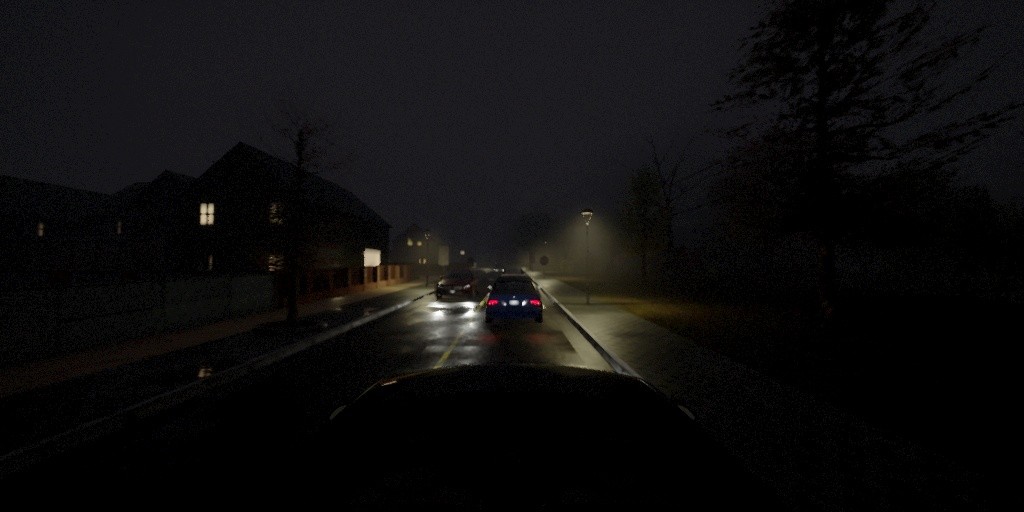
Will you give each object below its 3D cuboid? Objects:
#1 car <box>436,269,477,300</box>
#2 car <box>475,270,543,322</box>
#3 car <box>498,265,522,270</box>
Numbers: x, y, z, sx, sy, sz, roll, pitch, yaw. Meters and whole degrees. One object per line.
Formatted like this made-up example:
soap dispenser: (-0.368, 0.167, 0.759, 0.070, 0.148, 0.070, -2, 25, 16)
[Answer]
car: (-2.814, 1.456, 19.352, 1.812, 1.442, 4.674, 0, -1, 0)
car: (0.077, 1.408, 12.794, 2.033, 1.411, 5.357, 0, -1, 0)
car: (0.102, 1.631, 28.314, 1.895, 1.301, 4.718, 0, -1, 1)
